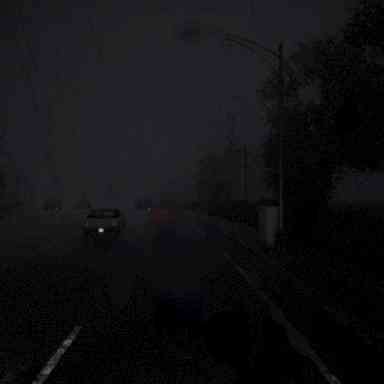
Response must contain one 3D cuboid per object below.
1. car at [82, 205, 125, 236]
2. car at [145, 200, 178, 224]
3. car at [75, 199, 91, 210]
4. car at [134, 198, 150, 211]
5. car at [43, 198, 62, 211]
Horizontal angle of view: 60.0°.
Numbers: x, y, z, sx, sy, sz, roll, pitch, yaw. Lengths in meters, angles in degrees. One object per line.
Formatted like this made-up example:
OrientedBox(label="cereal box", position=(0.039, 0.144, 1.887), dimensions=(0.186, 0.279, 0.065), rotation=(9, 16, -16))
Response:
OrientedBox(label="car", position=(-4.808, 1.606, 18.706), dimensions=(1.895, 1.301, 4.718), rotation=(0, 0, -7))
OrientedBox(label="car", position=(-2.156, 1.550, 24.551), dimensions=(2.033, 1.411, 5.357), rotation=(0, 0, -10))
OrientedBox(label="car", position=(-13.904, 1.570, 42.523), dimensions=(1.994, 1.385, 4.181), rotation=(0, 0, -18))
OrientedBox(label="car", position=(-6.104, 1.498, 41.520), dimensions=(2.128, 1.511, 4.902), rotation=(0, 0, -16))
OrientedBox(label="car", position=(-16.923, 1.483, 40.500), dimensions=(1.882, 1.535, 5.008), rotation=(0, 0, -17))
